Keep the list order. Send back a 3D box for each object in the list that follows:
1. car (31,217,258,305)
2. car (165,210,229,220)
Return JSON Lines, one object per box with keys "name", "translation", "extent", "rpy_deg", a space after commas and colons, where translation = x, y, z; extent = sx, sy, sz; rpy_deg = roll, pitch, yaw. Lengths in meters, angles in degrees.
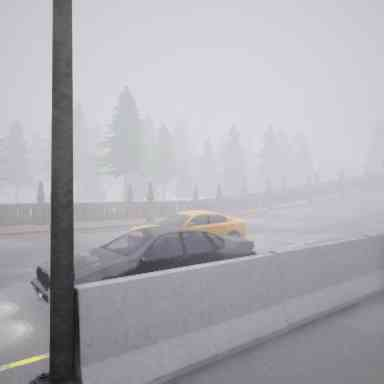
{"name": "car", "translation": [-0.738, 1.547, 7.865], "extent": [5.357, 1.411, 2.033], "rpy_deg": [0, 0, -38]}
{"name": "car", "translation": [-0.052, 1.479, 12.809], "extent": [5.008, 1.535, 1.882], "rpy_deg": [0, 0, -38]}
